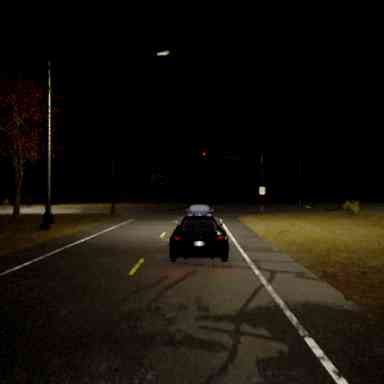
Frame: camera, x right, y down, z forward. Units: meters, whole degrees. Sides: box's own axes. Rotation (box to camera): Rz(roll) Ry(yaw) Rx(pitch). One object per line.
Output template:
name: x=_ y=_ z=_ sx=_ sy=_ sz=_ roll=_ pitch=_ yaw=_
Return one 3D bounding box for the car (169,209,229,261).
car: x=0.254 y=1.558 z=12.251 sx=1.994 sy=1.385 sz=4.181 roll=0 pitch=0 yaw=1

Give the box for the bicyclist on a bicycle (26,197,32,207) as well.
bicyclist on a bicycle: x=-25.194 y=1.566 z=51.384 sx=0.582 sy=1.620 sz=1.656 roll=-1 pitch=0 yaw=5

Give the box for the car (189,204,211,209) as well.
car: x=0.540 y=1.529 z=23.185 sx=2.033 sy=1.411 sz=5.357 roll=0 pitch=0 yaw=2
